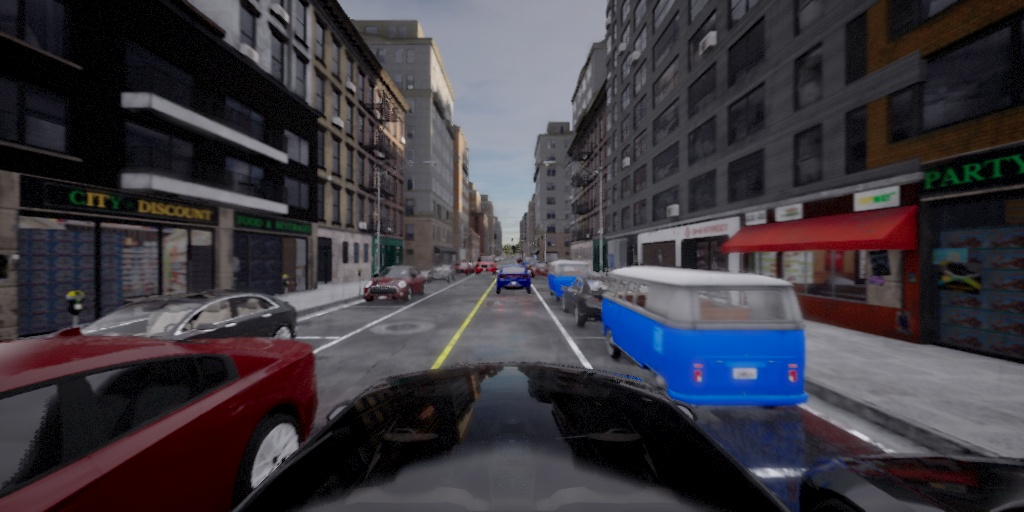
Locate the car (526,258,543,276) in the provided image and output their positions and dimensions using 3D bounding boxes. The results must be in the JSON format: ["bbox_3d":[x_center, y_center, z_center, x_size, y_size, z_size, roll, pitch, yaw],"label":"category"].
[{"bbox_3d":[2.641,1.237,33.462,1.967,1.591,4.097,0,0,0],"label":"car"}]

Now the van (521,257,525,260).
[{"bbox_3d":[2.643,1.174,55.506,1.690,1.789,3.998,0,0,0],"label":"van"}]

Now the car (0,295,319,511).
[{"bbox_3d":[-2.837,1.228,1.466,1.882,1.535,5.008,0,0,0],"label":"car"}]

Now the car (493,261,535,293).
[{"bbox_3d":[0.101,1.254,21.019,1.882,1.535,5.008,0,0,0],"label":"car"}]

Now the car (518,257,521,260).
[{"bbox_3d":[2.644,1.157,61.018,2.192,1.841,5.009,0,0,0],"label":"car"}]

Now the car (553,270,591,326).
[{"bbox_3d":[2.639,1.312,11.419,2.007,1.370,4.403,0,0,0],"label":"car"}]

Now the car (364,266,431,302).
[{"bbox_3d":[-5.386,1.210,16.930,1.967,1.591,4.097,0,0,0],"label":"car"}]

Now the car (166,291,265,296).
[{"bbox_3d":[-5.387,1.305,5.909,2.007,1.370,4.403,0,0,0],"label":"car"}]

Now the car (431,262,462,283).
[{"bbox_3d":[-5.385,1.339,27.952,2.007,1.370,4.403,0,0,0],"label":"car"}]

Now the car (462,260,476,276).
[{"bbox_3d":[-5.384,1.352,38.974,1.888,1.381,4.507,0,0,0],"label":"car"}]

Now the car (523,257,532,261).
[{"bbox_3d":[2.642,1.256,44.484,1.967,1.591,4.097,0,0,0],"label":"car"}]

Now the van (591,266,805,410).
[{"bbox_3d":[2.638,1.095,5.908,1.690,1.789,3.998,0,0,0],"label":"van"}]

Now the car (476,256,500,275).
[{"bbox_3d":[-2.811,1.032,39.762,2.150,2.045,5.566,0,0,0],"label":"car"}]

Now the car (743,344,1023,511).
[{"bbox_3d":[2.637,1.315,0.398,1.948,1.339,4.313,0,0,0],"label":"car"}]

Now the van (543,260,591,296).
[{"bbox_3d":[2.639,1.110,16.929,1.690,1.789,3.998,0,0,0],"label":"van"}]
